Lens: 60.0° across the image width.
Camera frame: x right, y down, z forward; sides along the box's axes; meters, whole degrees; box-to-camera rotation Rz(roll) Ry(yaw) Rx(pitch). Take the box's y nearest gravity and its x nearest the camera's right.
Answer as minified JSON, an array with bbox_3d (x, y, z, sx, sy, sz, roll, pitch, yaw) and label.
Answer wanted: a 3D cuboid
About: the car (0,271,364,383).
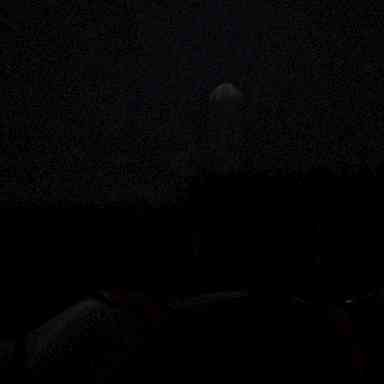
[{"bbox_3d":[-0.348,1.533,2.822,4.674,1.442,1.812,0,0,-35],"label":"car"}]
